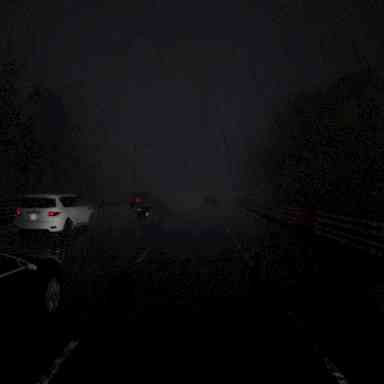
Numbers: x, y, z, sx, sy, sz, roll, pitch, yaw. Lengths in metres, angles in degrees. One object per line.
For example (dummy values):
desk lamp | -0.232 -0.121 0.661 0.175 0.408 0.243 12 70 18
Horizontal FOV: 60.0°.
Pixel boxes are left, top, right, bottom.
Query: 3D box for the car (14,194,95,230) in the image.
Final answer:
car | -6.682 1.096 16.839 2.150 2.045 5.566 0 0 1

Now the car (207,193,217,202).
car | 3.978 1.069 66.248 1.837 1.490 4.892 0 0 5

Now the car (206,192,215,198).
car | 4.688 0.829 84.537 1.994 1.385 4.181 0 0 7

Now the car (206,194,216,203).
car | 3.487 1.123 60.345 1.812 1.442 4.674 0 0 5

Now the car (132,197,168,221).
car | -2.941 1.345 25.107 1.812 1.442 4.674 0 0 2

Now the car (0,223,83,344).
car | -3.364 1.457 4.373 2.128 1.511 4.902 0 0 0

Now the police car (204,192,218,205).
police car | 2.775 1.081 50.605 1.930 1.638 5.238 0 0 4

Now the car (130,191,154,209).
car | -5.833 0.945 39.458 2.150 2.045 5.566 0 1 3
